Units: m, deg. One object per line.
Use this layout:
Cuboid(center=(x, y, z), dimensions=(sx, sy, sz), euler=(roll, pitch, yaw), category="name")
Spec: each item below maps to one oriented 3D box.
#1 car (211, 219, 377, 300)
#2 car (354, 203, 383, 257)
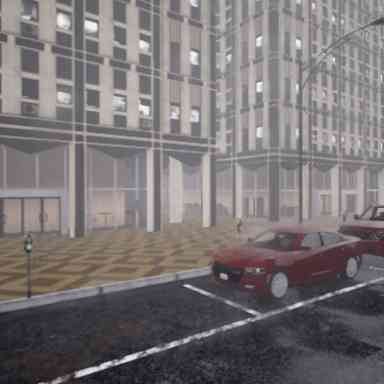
Cuboid(center=(2.507, 1.540, 8.353), dimensions=(4.507, 1.381, 1.887), euler=(0, 0, -36), category="car")
Cuboid(center=(7.146, 1.305, 11.664), dimensions=(5.009, 1.841, 2.192), euler=(0, 0, -36), category="car")
